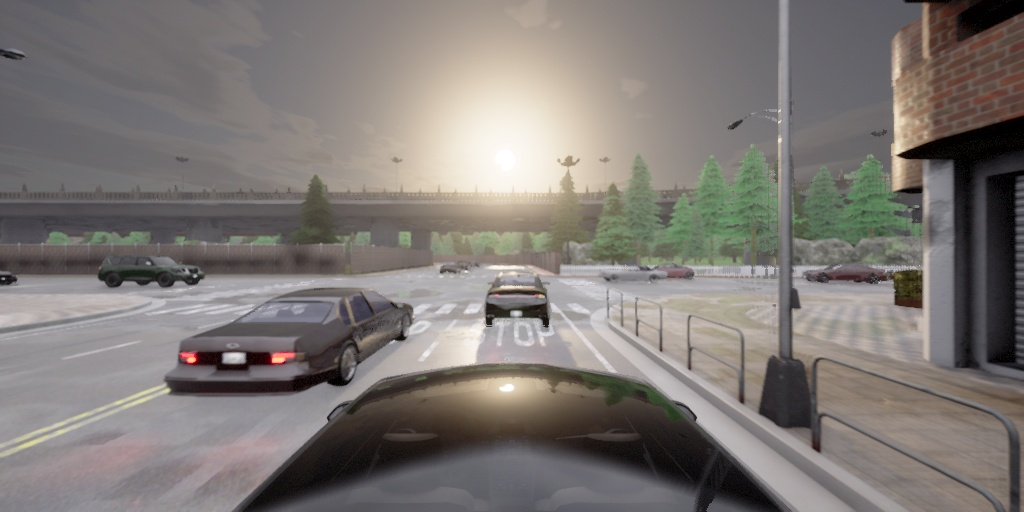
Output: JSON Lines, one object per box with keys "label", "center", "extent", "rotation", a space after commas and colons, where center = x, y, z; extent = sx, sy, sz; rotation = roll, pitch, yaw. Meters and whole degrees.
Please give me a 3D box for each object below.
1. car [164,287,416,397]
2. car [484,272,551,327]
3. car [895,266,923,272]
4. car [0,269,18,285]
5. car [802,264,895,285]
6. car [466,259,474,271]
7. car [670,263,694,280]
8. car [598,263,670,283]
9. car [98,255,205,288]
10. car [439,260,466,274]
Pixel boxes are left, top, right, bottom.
{"label": "car", "center": [-3.417, 1.307, 6.924], "extent": [2.033, 1.411, 5.357], "rotation": [0, 0, 0]}
{"label": "car", "center": [0.222, 1.261, 11.617], "extent": [2.128, 1.511, 4.902], "rotation": [0, 0, 2]}
{"label": "car", "center": [31.823, 1.287, 26.585], "extent": [5.357, 1.411, 2.033], "rotation": [0, 0, 27]}
{"label": "car", "center": [-35.540, 1.239, 23.361], "extent": [4.892, 1.490, 1.837], "rotation": [0, 0, 0]}
{"label": "car", "center": [23.839, 1.264, 25.836], "extent": [4.674, 1.442, 1.812], "rotation": [0, 0, 16]}
{"label": "car", "center": [-7.112, 1.344, 51.788], "extent": [1.837, 1.490, 4.892], "rotation": [0, 0, 0]}
{"label": "car", "center": [13.097, 1.310, 30.395], "extent": [4.181, 1.385, 1.994], "rotation": [0, 0, 2]}
{"label": "car", "center": [9.029, 1.342, 27.134], "extent": [4.718, 1.301, 1.895], "rotation": [0, 0, 1]}
{"label": "car", "center": [-23.421, 0.956, 23.388], "extent": [5.566, 2.045, 2.150], "rotation": [0, 0, 0]}
{"label": "car", "center": [-7.110, 1.370, 41.900], "extent": [2.033, 1.411, 5.357], "rotation": [0, 0, 0]}
